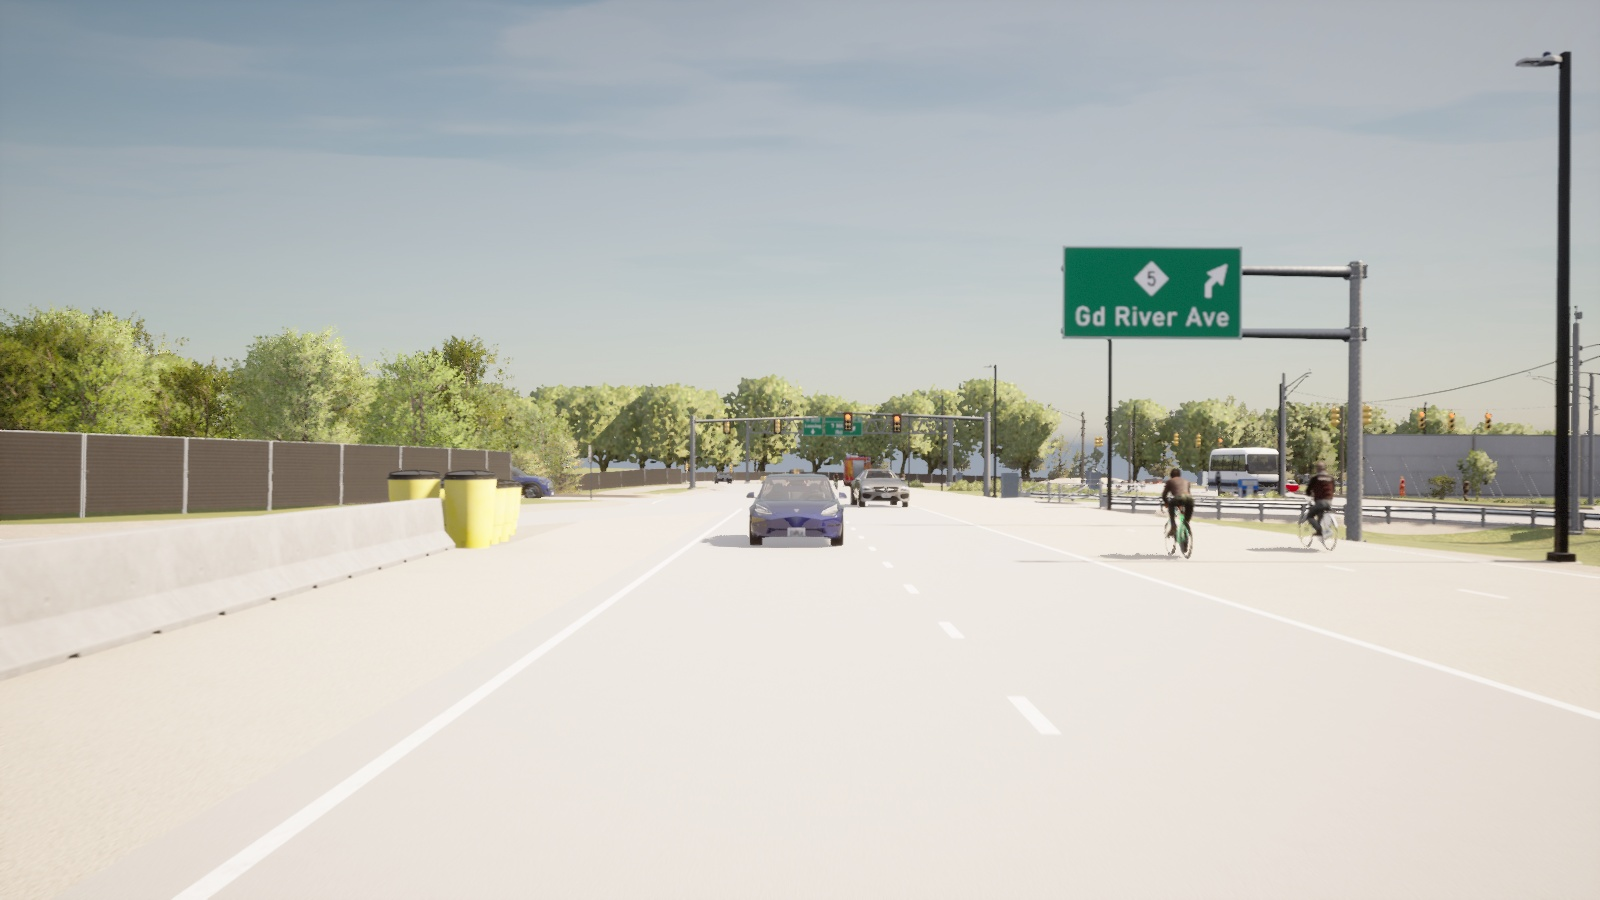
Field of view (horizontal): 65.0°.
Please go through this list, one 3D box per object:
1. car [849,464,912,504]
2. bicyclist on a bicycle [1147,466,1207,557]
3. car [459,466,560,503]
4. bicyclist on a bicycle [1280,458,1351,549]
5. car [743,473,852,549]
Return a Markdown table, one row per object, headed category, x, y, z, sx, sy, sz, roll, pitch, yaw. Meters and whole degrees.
| category | x | y | z | sx | sy | sz | roll | pitch | yaw |
| --- | --- | --- | --- | --- | --- | --- | --- | --- | --- |
| car | 3.447 | 1.463 | 54.759 | 2.152 | 1.651 | 5.027 | 0 | -1 | -3 |
| bicyclist on a bicycle | 6.945 | 1.114 | 23.185 | 0.582 | 1.620 | 1.656 | 0 | -1 | 0 |
| car | -14.350 | 1.677 | 62.182 | 4.553 | 1.767 | 2.097 | 0 | 0 | -1 |
| bicyclist on a bicycle | 10.440 | 1.054 | 25.482 | 0.659 | 1.776 | 1.843 | 0 | -1 | 0 |
| car | -0.064 | 1.257 | 27.411 | 2.163 | 1.488 | 4.792 | 0 | -1 | 0 |
